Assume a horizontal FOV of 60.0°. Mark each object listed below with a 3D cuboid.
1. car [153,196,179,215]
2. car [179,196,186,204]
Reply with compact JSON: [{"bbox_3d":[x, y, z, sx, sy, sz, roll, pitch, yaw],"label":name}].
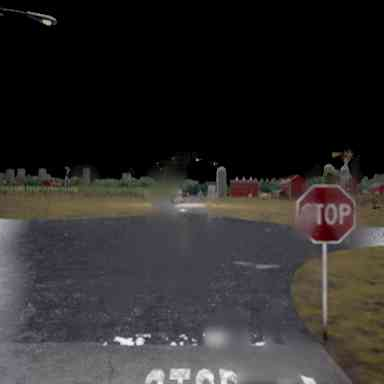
[{"bbox_3d":[-2.717,1.520,33.712,1.837,1.490,4.892,0,2,4],"label":"car"},{"bbox_3d":[-2.300,1.483,61.919,1.837,1.490,4.892,0,0,1],"label":"car"}]
